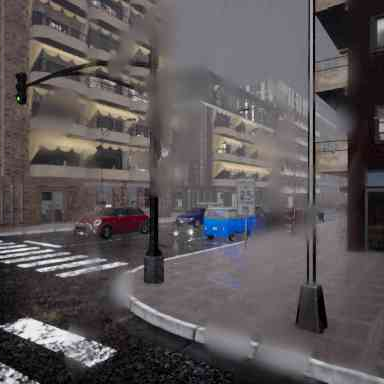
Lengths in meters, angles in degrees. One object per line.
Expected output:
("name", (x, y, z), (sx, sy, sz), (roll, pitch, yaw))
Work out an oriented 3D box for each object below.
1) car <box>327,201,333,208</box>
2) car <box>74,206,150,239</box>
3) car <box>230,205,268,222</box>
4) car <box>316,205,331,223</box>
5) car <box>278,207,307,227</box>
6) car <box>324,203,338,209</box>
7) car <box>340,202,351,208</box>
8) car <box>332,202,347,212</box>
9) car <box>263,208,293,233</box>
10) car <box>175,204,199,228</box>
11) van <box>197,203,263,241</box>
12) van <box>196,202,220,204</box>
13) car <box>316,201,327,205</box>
("car", (27.385, 2.728, 68.807), (2.192, 1.841, 5.009), (-1, -2, 35))
("car", (-4.530, 1.639, 19.396), (2.097, 1.767, 4.553), (0, -1, 35))
("car", (5.933, 2.140, 34.136), (1.837, 1.490, 4.892), (0, -1, 35))
("car", (11.743, 2.233, 32.409), (2.008, 1.369, 4.403), (-1, -2, 35))
("car", (8.532, 2.158, 27.893), (1.802, 1.307, 4.206), (-1, -2, 35))
("car", (30.597, 3.064, 73.315), (1.887, 1.381, 4.507), (-1, -2, 35))
("car", (40.132, 3.375, 86.722), (1.752, 1.417, 4.829), (-1, -2, 35))
("car", (25.948, 2.723, 56.769), (1.837, 1.490, 4.892), (0, -1, 36))
("car", (5.322, 2.035, 23.380), (1.947, 1.339, 4.313), (-1, -2, 35))
("car", (0.610, 1.985, 26.659), (1.812, 1.442, 4.674), (0, -1, 36))
("van", (2.248, 1.704, 18.773), (1.690, 1.788, 3.998), (-1, -2, 35))
("van", (1.699, 1.903, 32.695), (1.690, 1.788, 3.998), (-1, -2, 35))
("car", (24.175, 2.889, 64.287), (1.802, 1.307, 4.206), (-1, -2, 35))
